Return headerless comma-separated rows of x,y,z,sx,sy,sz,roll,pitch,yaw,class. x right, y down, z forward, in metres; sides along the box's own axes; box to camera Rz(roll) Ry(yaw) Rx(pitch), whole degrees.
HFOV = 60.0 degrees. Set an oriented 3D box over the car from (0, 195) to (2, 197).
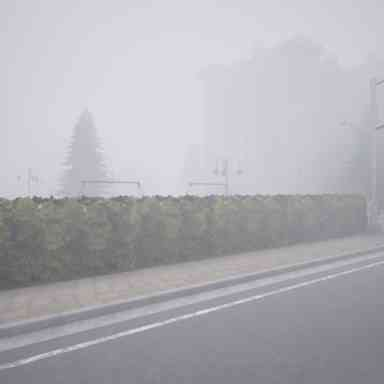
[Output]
-40.232,1.374,67.297,3.633,1.501,1.845,0,0,-37,car
